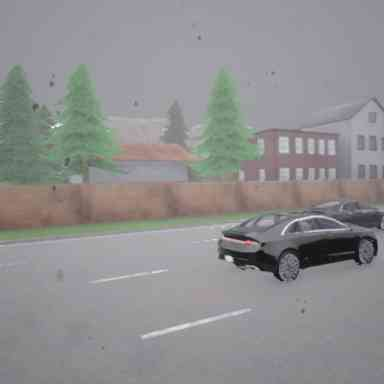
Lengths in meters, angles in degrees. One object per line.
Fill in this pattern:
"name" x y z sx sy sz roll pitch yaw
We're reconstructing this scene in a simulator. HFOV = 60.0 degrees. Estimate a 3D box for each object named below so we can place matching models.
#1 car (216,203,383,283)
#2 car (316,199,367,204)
"car" 2.970 1.285 9.023 4.902 1.511 2.128 -2 1 -29
"car" 7.145 1.095 15.401 4.892 1.490 1.837 -2 1 -29
